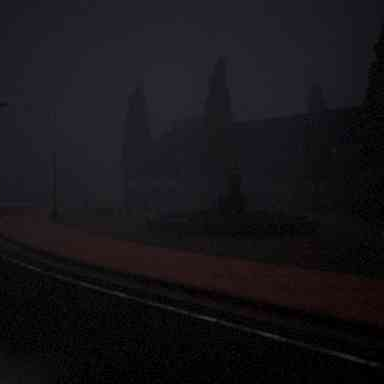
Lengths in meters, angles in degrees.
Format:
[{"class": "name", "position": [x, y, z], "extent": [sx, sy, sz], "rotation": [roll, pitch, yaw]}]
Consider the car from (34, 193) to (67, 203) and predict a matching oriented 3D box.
[{"class": "car", "position": [-22.811, 0.960, 54.608], "extent": [1.882, 1.535, 5.008], "rotation": [0, 0, 22]}]

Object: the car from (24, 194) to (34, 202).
[{"class": "car", "position": [-25.985, 0.937, 56.115], "extent": [2.128, 1.511, 4.902], "rotation": [1, 0, 22]}]
